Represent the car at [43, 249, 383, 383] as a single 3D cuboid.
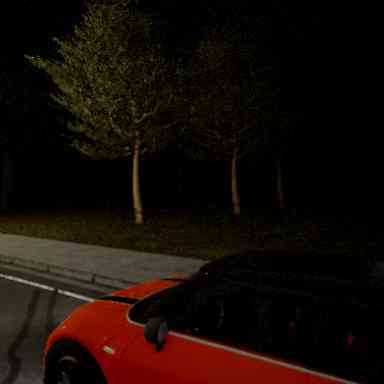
[{"bbox_3d":[0.640,1.358,3.097,4.553,1.767,2.097,0,0,35],"label":"car"}]
